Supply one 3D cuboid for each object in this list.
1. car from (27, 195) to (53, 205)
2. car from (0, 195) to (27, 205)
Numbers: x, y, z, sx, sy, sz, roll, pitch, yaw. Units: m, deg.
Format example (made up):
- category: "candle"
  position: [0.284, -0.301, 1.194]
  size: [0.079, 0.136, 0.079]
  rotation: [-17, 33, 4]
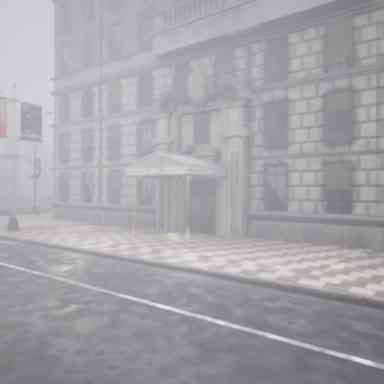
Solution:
- category: "car"
  position: [-20.571, 1.179, 47.280]
  size: [1.994, 1.385, 4.181]
  rotation: [1, 0, 35]
- category: "car"
  position: [-24.842, 1.132, 47.303]
  size: [2.033, 1.411, 5.357]
  rotation: [1, 0, 35]
